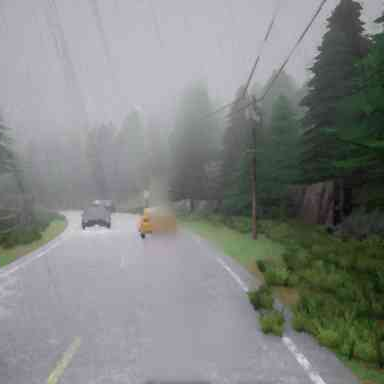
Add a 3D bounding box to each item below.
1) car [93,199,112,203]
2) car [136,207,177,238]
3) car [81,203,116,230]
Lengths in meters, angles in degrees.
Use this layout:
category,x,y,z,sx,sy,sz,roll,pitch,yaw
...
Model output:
category,x,y,z,sx,sy,sz,roll,pitch,yaw
car,-11.020,1.648,40.133,2.097,1.767,4.553,0,0,-37
car,-2.072,1.600,18.828,1.882,1.535,5.008,0,0,-12
car,-6.654,1.720,23.138,2.033,1.411,5.357,0,0,-17
